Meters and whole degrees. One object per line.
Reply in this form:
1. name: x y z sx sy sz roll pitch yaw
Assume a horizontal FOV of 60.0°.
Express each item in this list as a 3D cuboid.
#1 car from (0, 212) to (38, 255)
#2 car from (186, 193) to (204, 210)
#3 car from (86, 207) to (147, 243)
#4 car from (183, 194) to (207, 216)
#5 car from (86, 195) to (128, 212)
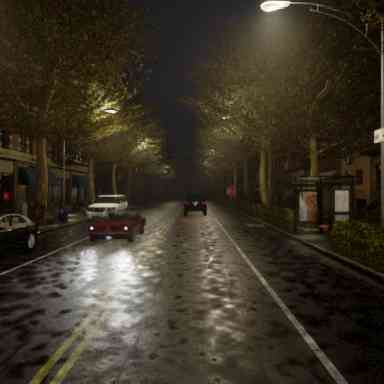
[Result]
1. car: -7.063 1.481 11.372 2.231 1.521 4.892 0 0 0
2. car: 0.388 1.221 43.555 2.150 2.045 5.566 0 0 0
3. car: -3.457 1.601 16.097 1.895 1.301 4.718 0 0 1
4. car: 0.325 1.218 33.061 2.150 2.045 5.566 0 -1 0
5. car: -6.381 1.228 25.734 2.435 2.045 5.566 0 0 0
